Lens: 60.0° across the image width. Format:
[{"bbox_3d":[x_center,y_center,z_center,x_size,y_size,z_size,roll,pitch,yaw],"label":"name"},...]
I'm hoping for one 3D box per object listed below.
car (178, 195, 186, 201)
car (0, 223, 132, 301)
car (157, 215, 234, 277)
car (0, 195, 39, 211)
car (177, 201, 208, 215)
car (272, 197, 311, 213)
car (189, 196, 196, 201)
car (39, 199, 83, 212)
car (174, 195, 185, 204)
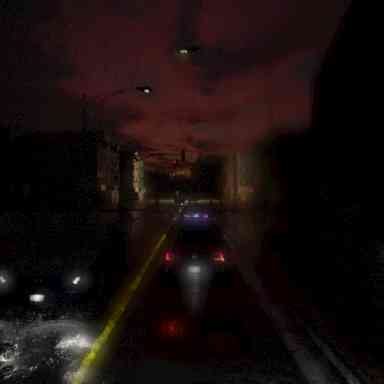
[{"bbox_3d":[-2.635,1.572,85.204,1.882,1.535,5.008,0,0,0],"label":"car"},{"bbox_3d":[-2.838,1.563,8.759,2.033,1.411,5.357,0,0,0],"label":"car"},{"bbox_3d":[0.098,1.619,10.299,1.895,1.301,4.718,0,0,0],"label":"car"},{"bbox_3d":[-20.077,1.260,38.418,5.009,1.841,2.192,0,-1,0],"label":"car"},{"bbox_3d":[0.141,1.593,23.541,2.033,1.411,5.357,0,0,-4],"label":"car"},{"bbox_3d":[11.766,1.494,38.430,5.009,1.841,2.192,0,-1,0],"label":"car"},{"bbox_3d":[0.108,1.709,80.258,1.837,1.490,4.892,0,0,0],"label":"car"},{"bbox_3d":[-14.645,1.528,38.418,4.507,1.381,1.887,0,-1,0],"label":"car"},{"bbox_3d":[-2.658,1.719,68.788,1.994,1.385,4.181,0,0,0],"label":"car"}]
